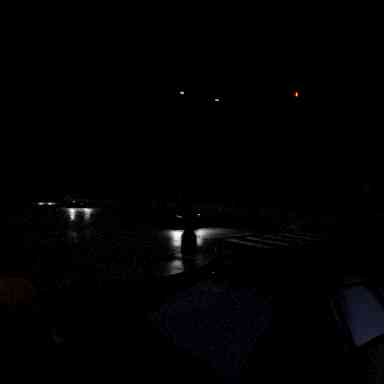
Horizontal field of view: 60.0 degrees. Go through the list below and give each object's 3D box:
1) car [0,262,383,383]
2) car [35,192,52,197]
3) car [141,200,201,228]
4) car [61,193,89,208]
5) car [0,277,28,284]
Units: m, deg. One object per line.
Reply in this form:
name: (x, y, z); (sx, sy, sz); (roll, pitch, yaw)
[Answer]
car: (0.816, 1.549, 3.457); (5.357, 1.411, 2.033); (0, 0, -35)
car: (-21.634, 0.290, 48.238); (1.994, 1.385, 4.181); (0, 1, -36)
car: (-1.405, 1.228, 19.768); (1.812, 1.442, 4.674); (0, 2, -37)
car: (-12.342, 0.884, 35.082); (1.812, 1.442, 4.674); (0, 1, -35)
car: (-4.222, 1.525, 3.650); (4.829, 1.417, 1.752); (0, 0, -35)
